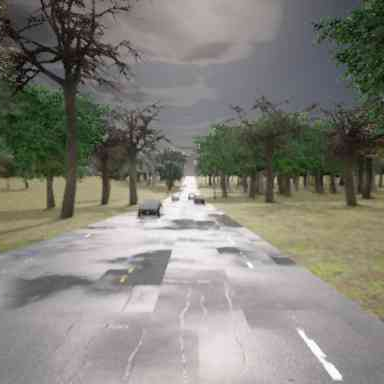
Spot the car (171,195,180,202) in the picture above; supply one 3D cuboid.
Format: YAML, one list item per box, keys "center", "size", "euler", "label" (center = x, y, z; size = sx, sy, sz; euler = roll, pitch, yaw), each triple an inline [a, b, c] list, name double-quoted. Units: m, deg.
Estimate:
- center: [-3.475, 1.333, 70.845]
  size: [2.128, 1.511, 4.902]
  euler: [0, 0, 0]
  label: "car"

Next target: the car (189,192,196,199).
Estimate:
- center: [0.032, 0.950, 92.005]
  size: [1.882, 1.535, 5.008]
  euler: [0, 1, 0]
  label: "car"

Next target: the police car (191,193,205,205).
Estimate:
- center: [1.245, 1.330, 56.903]
  size: [1.930, 1.638, 5.238]
  euler: [0, 0, 0]
  label: "police car"

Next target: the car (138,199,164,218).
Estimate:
- center: [-3.586, 1.392, 29.469]
  size: [1.882, 1.535, 5.008]
  euler: [0, 0, 0]
  label: "car"

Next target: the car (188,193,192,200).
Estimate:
- center: [0.027, 1.220, 76.337]
  size: [1.994, 1.385, 4.181]
  euler: [0, 1, 0]
  label: "car"
